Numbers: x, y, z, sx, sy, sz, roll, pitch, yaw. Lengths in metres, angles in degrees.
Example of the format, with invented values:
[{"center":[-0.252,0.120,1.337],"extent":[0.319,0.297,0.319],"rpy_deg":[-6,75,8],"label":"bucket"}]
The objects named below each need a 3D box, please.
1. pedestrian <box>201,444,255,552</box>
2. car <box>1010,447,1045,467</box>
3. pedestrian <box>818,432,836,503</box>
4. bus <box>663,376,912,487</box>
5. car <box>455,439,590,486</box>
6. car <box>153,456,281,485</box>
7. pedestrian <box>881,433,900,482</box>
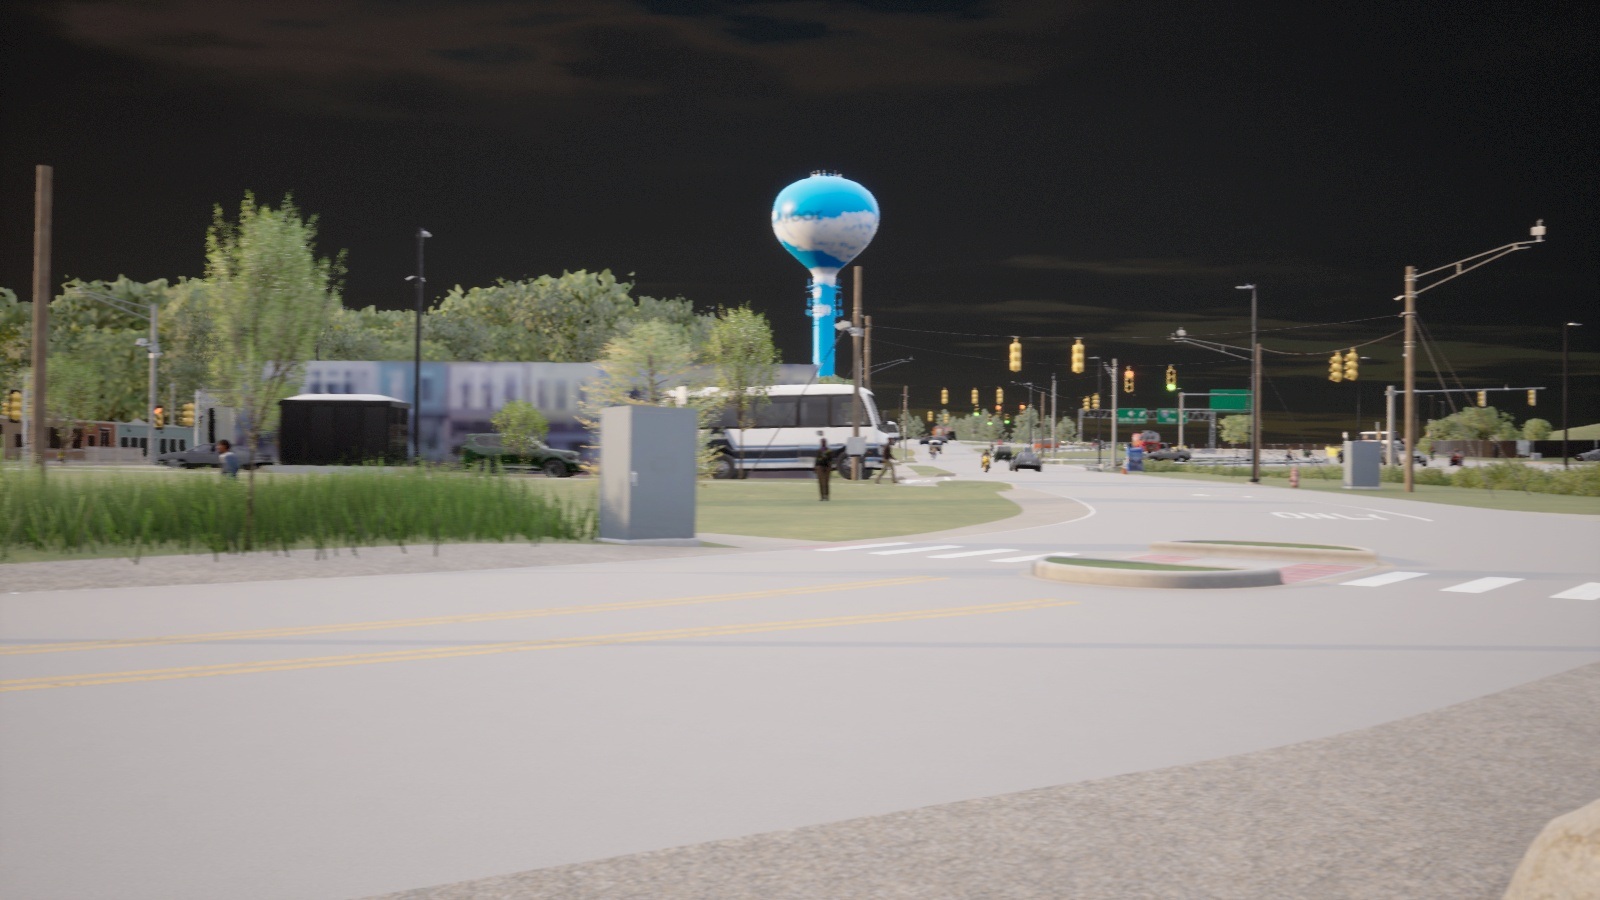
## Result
[{"center":[-10.474,0.879,23.010],"extent":[0.788,1.949,0.423],"rpy_deg":[0,-1,-1],"label":"pedestrian"},{"center":[16.142,0.493,89.184],"extent":[1.994,1.385,4.181],"rpy_deg":[0,0,4],"label":"car"},{"center":[0.748,0.487,34.849],"extent":[0.395,1.930,0.692],"rpy_deg":[-1,-1,9],"label":"pedestrian"},{"center":[-0.461,-0.700,55.247],"extent":[10.273,4.253,3.944],"rpy_deg":[-2,-3,10],"label":"bus"},{"center":[-12.469,0.578,56.704],"extent":[5.566,2.045,2.150],"rpy_deg":[0,-1,3],"label":"car"},{"center":[-28.514,0.997,61.530],"extent":[5.357,1.411,2.033],"rpy_deg":[0,-1,4],"label":"car"},{"center":[3.389,0.289,47.097],"extent":[0.703,1.840,0.431],"rpy_deg":[-1,-1,5],"label":"pedestrian"}]
